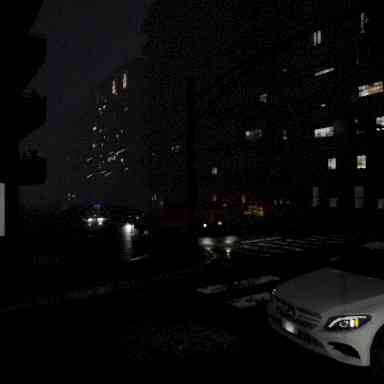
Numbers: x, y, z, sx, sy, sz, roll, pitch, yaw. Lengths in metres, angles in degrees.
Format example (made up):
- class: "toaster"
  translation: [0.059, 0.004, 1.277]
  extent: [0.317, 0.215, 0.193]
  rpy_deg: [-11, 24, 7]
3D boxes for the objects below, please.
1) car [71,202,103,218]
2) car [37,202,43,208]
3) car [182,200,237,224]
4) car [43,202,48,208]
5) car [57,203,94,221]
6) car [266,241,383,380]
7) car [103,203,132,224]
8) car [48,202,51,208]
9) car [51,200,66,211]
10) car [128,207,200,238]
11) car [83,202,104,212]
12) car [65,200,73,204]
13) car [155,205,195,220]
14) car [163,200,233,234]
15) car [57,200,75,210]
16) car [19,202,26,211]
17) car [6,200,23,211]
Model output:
- class: "car"
  translation: [-12.198, 2.234, 38.685]
  extent: [2.033, 1.411, 5.357]
  rpy_deg: [0, -1, -36]
- class: "car"
  translation: [-35.087, 3.050, 80.036]
  extent: [1.887, 1.381, 4.507]
  rpy_deg: [-1, 0, -36]
- class: "car"
  translation: [1.464, 1.713, 29.592]
  extent: [2.192, 1.841, 5.009]
  rpy_deg: [-1, 0, -36]
- class: "car"
  translation: [-31.763, 2.973, 75.450]
  extent: [1.947, 1.339, 4.313]
  rpy_deg: [-1, 0, -36]
- class: "car"
  translation: [-11.899, 2.163, 33.816]
  extent: [1.887, 1.381, 4.507]
  rpy_deg: [-1, 0, -36]
- class: "car"
  translation: [3.434, 1.547, 5.405]
  extent: [4.674, 1.442, 1.812]
  rpy_deg: [0, -2, -24]
- class: "car"
  translation: [-6.048, 2.003, 30.181]
  extent: [1.837, 1.490, 4.892]
  rpy_deg: [0, -1, -36]
- class: "car"
  translation: [-28.446, 2.624, 70.865]
  extent: [2.192, 1.841, 5.009]
  rpy_deg: [-1, 0, -36]
- class: "car"
  translation: [-22.676, 2.570, 58.574]
  extent: [2.128, 1.511, 4.902]
  rpy_deg: [0, -1, -36]
- class: "car"
  translation: [-1.829, 1.833, 19.920]
  extent: [1.752, 1.417, 4.829]
  rpy_deg: [-1, 0, -36]
- class: "car"
  translation: [-16.368, 2.433, 55.051]
  extent: [1.882, 1.535, 5.008]
  rpy_deg: [0, -1, -36]
- class: "car"
  translation: [-17.501, 2.273, 51.435]
  extent: [2.097, 1.767, 4.553]
  rpy_deg: [0, -1, -36]
- class: "car"
  translation: [-1.853, 2.045, 34.177]
  extent: [1.887, 1.381, 4.507]
  rpy_deg: [-1, 0, -36]
- class: "car"
  translation: [0.013, 1.532, 21.804]
  extent: [2.150, 2.045, 5.566]
  rpy_deg: [0, -1, -36]
- class: "car"
  translation: [-25.122, 2.524, 66.278]
  extent: [2.192, 1.841, 5.009]
  rpy_deg: [-1, 0, -36]
- class: "car"
  translation: [-31.840, 2.770, 61.332]
  extent: [1.887, 1.381, 4.507]
  rpy_deg: [-1, 0, -36]
- class: "car"
  translation: [-35.169, 2.640, 65.917]
  extent: [2.192, 1.841, 5.009]
  rpy_deg: [-1, 0, -36]
